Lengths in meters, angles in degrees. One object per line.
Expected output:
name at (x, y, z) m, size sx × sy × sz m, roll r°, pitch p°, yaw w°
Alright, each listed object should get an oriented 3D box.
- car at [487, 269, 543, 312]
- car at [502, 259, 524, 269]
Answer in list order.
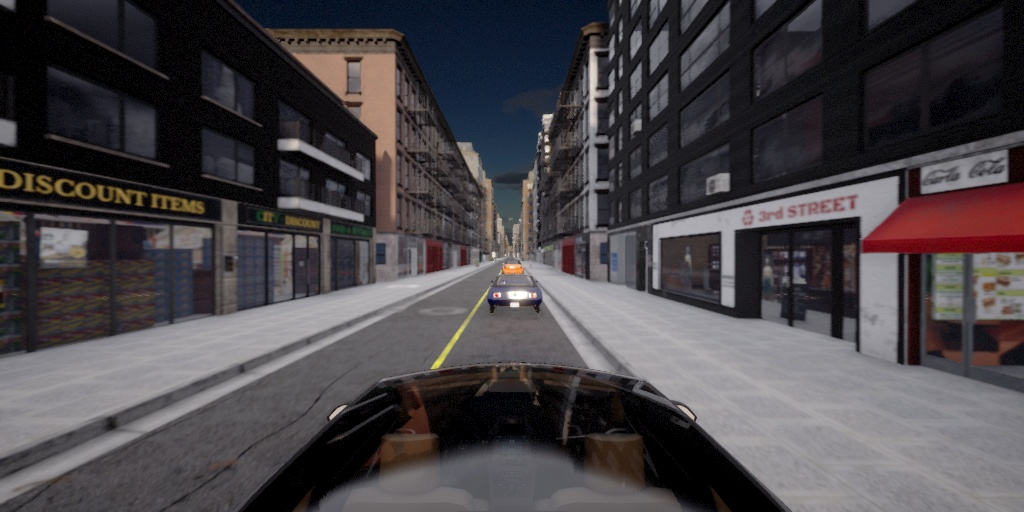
car at (0.098, 1.352, 14.254) m, size 1.895 × 1.301 × 4.718 m, roll 0°, pitch 0°, yaw 0°
car at (0.096, 1.104, 36.261) m, size 2.097 × 1.767 × 4.553 m, roll 0°, pitch 0°, yaw 0°
